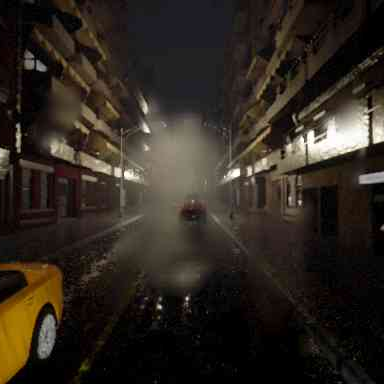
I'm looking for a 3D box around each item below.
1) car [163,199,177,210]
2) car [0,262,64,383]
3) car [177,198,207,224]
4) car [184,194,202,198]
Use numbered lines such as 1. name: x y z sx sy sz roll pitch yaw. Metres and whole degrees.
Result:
1. car: -2.829 1.623 44.298 1.895 1.301 4.718 0 0 0
2. car: -2.850 1.481 2.971 1.882 1.535 5.008 0 0 0
3. car: 0.106 1.496 24.718 1.882 1.535 5.008 0 0 0
4. car: 0.108 1.243 42.854 2.150 2.045 5.566 0 0 0
